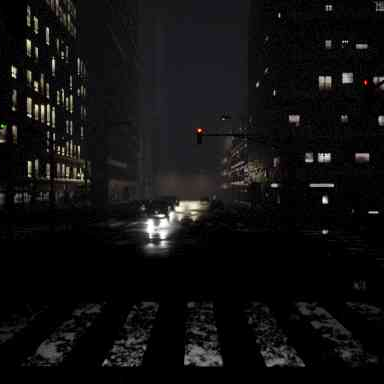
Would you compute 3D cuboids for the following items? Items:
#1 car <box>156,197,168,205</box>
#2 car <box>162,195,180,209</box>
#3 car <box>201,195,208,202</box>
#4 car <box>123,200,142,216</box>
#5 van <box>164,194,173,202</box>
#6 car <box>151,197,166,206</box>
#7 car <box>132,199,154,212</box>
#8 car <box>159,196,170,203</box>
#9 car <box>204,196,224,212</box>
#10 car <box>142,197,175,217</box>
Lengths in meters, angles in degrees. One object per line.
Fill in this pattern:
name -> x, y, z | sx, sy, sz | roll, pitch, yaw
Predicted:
car -> -5.557, 1.566, 61.270 | 1.802, 1.307, 4.206 | -1, 0, 0
car -> -2.999, 1.480, 40.463 | 2.128, 1.511, 4.902 | 0, 0, 0
car -> 2.848, 1.422, 72.560 | 1.967, 1.590, 4.097 | -1, 0, 0
car -> -5.626, 1.516, 32.828 | 1.752, 1.417, 4.829 | -1, 0, 0
van -> -5.520, 1.322, 78.234 | 1.690, 1.788, 3.998 | -1, 0, 0
car -> -5.571, 1.530, 55.615 | 1.887, 1.381, 4.507 | -1, 0, 0
car -> -5.612, 1.555, 38.652 | 1.947, 1.339, 4.313 | -1, 0, 0
car -> -5.544, 1.528, 66.925 | 1.887, 1.381, 4.507 | -1, 0, 0
car -> 2.768, 1.540, 38.632 | 2.008, 1.369, 4.403 | -1, 0, 0
car -> -3.028, 1.482, 30.978 | 2.128, 1.511, 4.902 | 0, 0, 0
